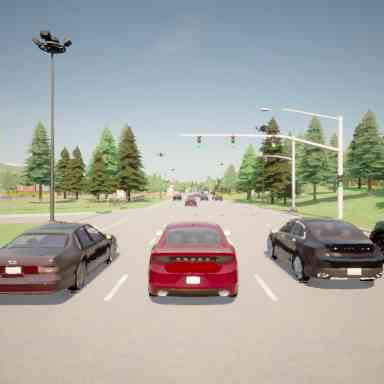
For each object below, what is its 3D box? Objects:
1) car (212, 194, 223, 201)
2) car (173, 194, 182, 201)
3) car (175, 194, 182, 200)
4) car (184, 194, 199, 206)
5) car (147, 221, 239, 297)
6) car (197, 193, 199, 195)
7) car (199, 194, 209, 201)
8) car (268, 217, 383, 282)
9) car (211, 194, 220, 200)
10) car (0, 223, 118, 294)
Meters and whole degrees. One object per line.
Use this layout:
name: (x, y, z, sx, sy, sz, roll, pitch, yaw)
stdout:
car: (6.709, 1.517, 83.867, 2.128, 1.511, 4.902, 0, 0, 0)
car: (-3.791, 1.469, 83.831, 1.882, 1.535, 5.008, 0, 0, 0)
car: (-3.827, 1.310, 94.250, 1.882, 1.535, 5.008, 0, 0, 0)
car: (-0.184, 1.525, 53.230, 1.812, 1.442, 4.674, 0, 0, 0)
car: (0.033, 1.478, 8.628, 1.882, 1.535, 5.008, 0, 0, 0)
car: (3.173, 1.357, 94.275, 2.128, 1.511, 4.902, 0, 0, 0)
car: (3.208, 1.516, 84.272, 1.812, 1.442, 4.674, 0, 0, 0)
car: (3.569, 1.505, 9.740, 1.837, 1.490, 4.892, 0, 0, 0)
car: (6.673, 1.372, 94.287, 2.033, 1.411, 5.357, 0, 0, 0)
car: (-3.429, 1.547, 8.896, 2.033, 1.411, 5.357, 0, 0, 0)
